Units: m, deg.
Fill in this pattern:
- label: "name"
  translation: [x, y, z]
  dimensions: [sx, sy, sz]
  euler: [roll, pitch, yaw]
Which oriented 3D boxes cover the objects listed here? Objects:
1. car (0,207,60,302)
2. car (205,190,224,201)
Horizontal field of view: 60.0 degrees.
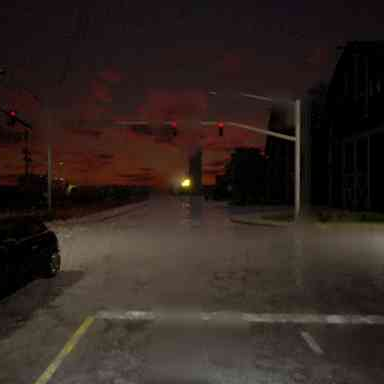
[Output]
- label: "car"
  translation: [-4.461, 1.267, 6.789]
  dimensions: [2.097, 1.767, 4.553]
  euler: [1, 0, -1]
- label: "car"
  translation: [4.147, 0.573, 62.422]
  dimensions: [1.905, 1.878, 3.866]
  euler: [-8, 4, -42]
